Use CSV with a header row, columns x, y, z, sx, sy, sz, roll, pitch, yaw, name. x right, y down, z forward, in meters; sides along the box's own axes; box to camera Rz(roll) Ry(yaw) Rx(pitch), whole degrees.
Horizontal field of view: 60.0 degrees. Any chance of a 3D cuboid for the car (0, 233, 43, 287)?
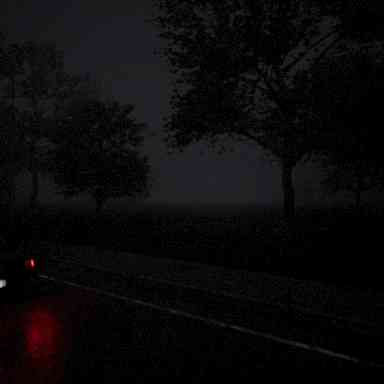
x,y,z,sx,sy,sz,roll,pitch,yaw,name
-5.748,1.600,8.103,4.718,1.301,1.895,0,0,36,car
